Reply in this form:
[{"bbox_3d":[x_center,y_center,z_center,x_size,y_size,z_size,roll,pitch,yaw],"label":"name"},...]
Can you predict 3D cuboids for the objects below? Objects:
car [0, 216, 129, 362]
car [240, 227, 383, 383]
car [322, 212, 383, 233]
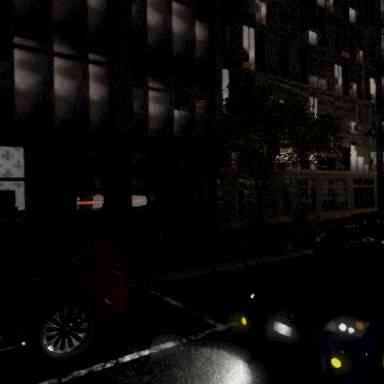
[{"bbox_3d":[-3.301,1.317,4.349,5.009,1.841,2.192,0,-1,-35],"label":"car"},{"bbox_3d":[2.776,1.538,5.345,4.181,1.385,1.994,0,0,-35],"label":"car"},{"bbox_3d":[5.765,1.386,10.703,4.097,1.590,1.967,0,-1,-35],"label":"car"}]
